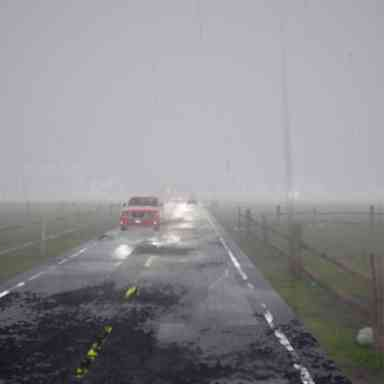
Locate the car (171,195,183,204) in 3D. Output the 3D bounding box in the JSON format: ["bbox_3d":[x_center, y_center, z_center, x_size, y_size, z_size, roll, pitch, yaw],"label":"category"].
[{"bbox_3d":[-2.771,1.324,61.643,1.882,1.535,5.008,0,0,1],"label":"car"}]

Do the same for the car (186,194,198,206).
[{"bbox_3d":[0.007,1.417,53.452,2.033,1.411,5.357,0,0,0],"label":"car"}]

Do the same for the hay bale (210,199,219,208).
[{"bbox_3d":[3.132,1.545,45.987,1.220,1.180,1.240,0,0,0],"label":"hay bale"}]

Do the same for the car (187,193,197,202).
[{"bbox_3d":[0.009,1.115,68.253,2.097,1.767,4.553,0,0,0],"label":"car"}]

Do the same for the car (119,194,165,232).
[{"bbox_3d":[-2.846,1.174,20.221,2.150,2.045,5.566,0,0,0],"label":"car"}]

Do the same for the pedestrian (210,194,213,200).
[{"bbox_3d":[2.831,1.186,47.086,0.375,1.860,0.375,0,0,4],"label":"pedestrian"}]
